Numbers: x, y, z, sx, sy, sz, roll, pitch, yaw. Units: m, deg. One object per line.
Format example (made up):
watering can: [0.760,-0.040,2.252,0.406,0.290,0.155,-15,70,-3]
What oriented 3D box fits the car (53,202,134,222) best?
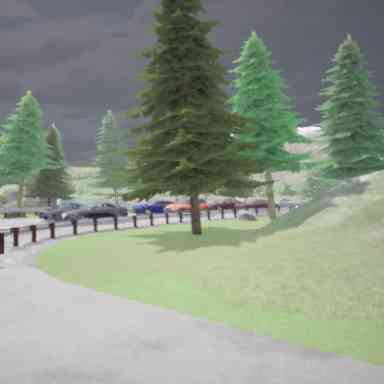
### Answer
car: [-7.020,1.487,24.214,2.128,1.511,4.902,0,0,43]

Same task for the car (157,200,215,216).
car: [-0.473,1.346,30.598,4.553,1.767,2.097,0,0,-41]

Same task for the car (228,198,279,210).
car: [6.769,1.471,36.307,5.008,1.535,1.882,0,0,-35]

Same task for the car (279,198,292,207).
car: [11.513,1.517,43.469,4.674,1.442,1.812,0,0,-29]

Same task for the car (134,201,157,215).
car: [-3.526,1.471,32.581,5.008,1.535,1.882,0,0,-41]

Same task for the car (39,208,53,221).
car: [-9.822,1.559,26.348,1.994,1.385,4.181,0,0,43]

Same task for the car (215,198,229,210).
car: [3.771,1.470,38.468,5.008,1.535,1.882,0,0,-35]

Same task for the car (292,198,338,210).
car: [15.409,1.470,41.584,5.008,1.535,1.882,0,0,-28]
